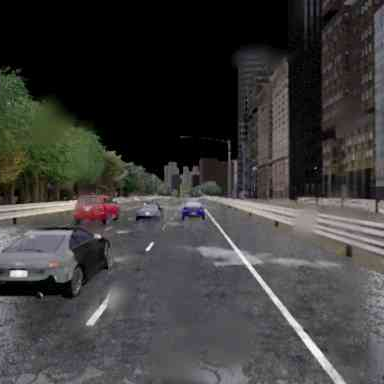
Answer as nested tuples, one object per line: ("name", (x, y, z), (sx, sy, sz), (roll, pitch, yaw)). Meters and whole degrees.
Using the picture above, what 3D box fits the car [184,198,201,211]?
("car", (0.060, 1.589, 43.007), (2.128, 1.511, 4.902), (0, 0, 0))

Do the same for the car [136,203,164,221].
("car", (-3.394, 1.618, 27.450), (1.994, 1.385, 4.181), (0, 0, 0))

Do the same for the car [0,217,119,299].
("car", (-3.399, 1.580, 8.535), (1.994, 1.385, 4.181), (0, 0, 0))

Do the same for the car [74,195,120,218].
("car", (-6.895, 1.269, 24.577), (2.150, 2.045, 5.566), (0, 0, 0))

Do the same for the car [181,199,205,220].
("car", (0.112, 1.535, 28.764), (1.882, 1.535, 5.008), (0, 0, 0))
